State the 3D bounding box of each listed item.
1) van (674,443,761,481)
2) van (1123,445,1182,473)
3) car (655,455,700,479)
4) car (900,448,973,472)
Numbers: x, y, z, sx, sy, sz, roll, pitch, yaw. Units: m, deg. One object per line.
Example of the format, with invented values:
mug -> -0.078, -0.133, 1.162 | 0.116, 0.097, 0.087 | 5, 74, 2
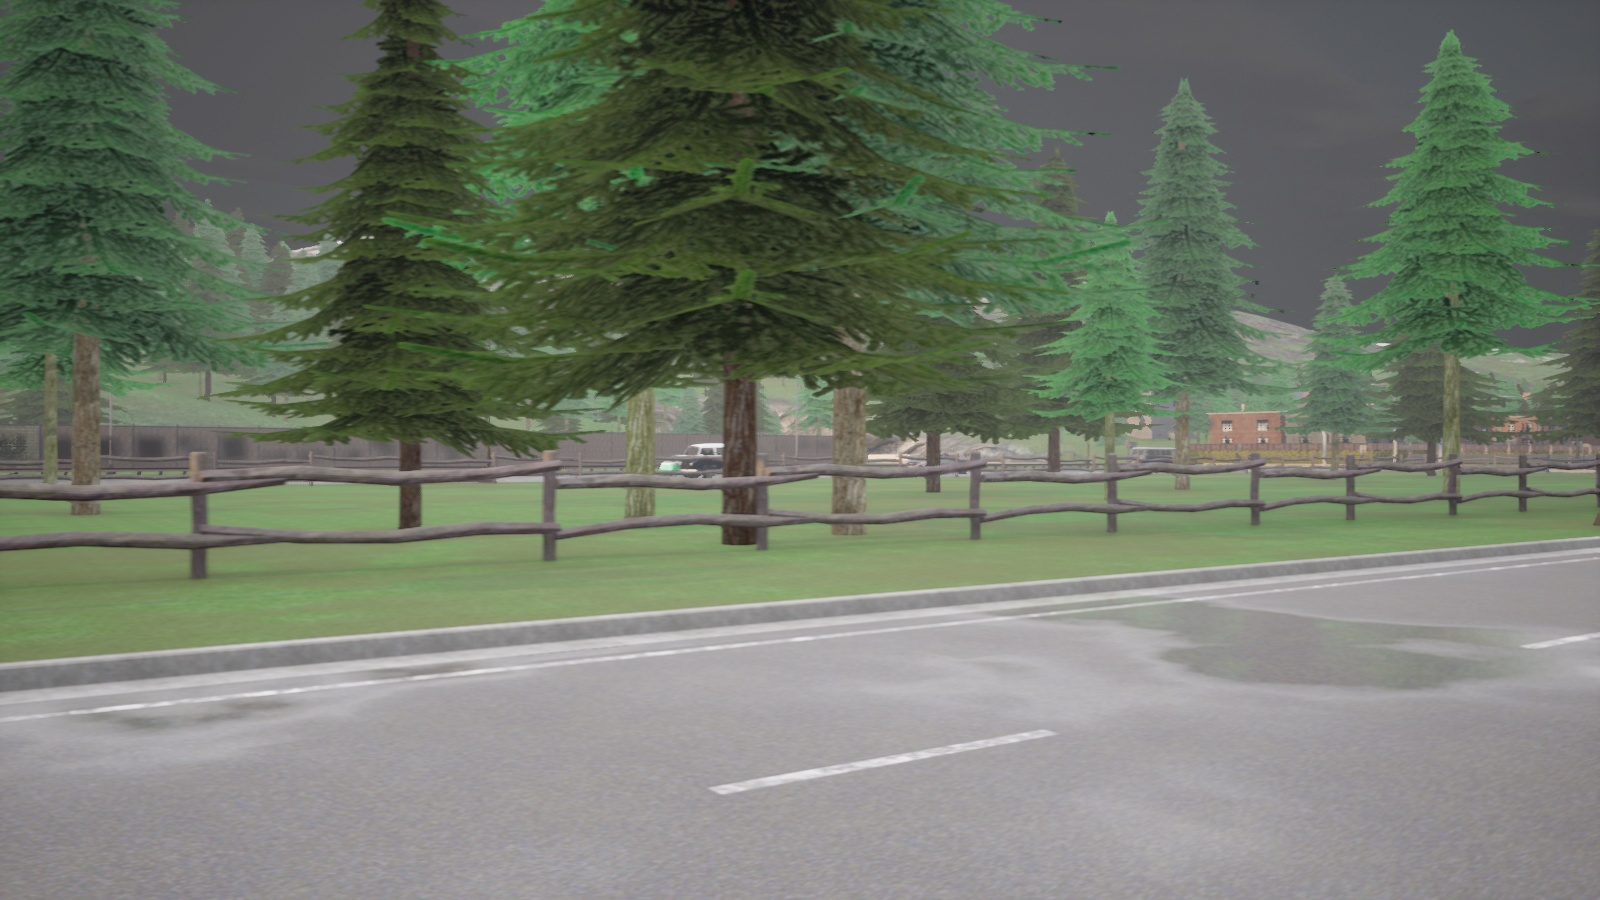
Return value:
van -> -4.615, 0.650, 70.582 | 4.480, 2.038, 2.069 | 0, 0, -35
van -> 25.802, 0.669, 91.902 | 4.442, 1.987, 1.775 | 0, 0, -35
car -> -7.126, 0.993, 73.094 | 2.207, 1.376, 1.481 | 0, 0, -35
car -> 9.696, 0.721, 89.178 | 5.027, 1.651, 2.152 | 0, 0, -36
